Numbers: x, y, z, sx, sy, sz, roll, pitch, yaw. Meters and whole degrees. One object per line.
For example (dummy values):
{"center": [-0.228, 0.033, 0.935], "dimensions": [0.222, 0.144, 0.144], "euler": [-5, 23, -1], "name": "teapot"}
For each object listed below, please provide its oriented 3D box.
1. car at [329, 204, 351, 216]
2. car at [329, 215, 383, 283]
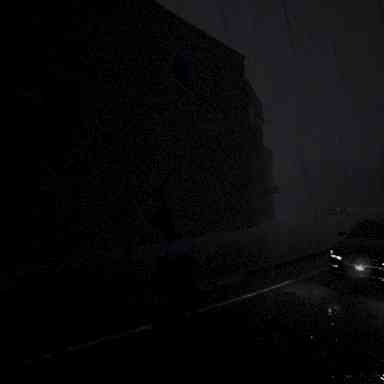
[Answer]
{"center": [21.529, 2.599, 49.074], "dimensions": [2.097, 1.767, 4.553], "euler": [-2, -3, 0], "name": "car"}
{"center": [5.502, 1.508, 9.411], "dimensions": [1.837, 1.490, 4.892], "euler": [0, 0, 43], "name": "car"}
